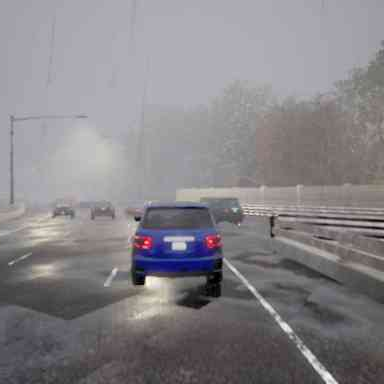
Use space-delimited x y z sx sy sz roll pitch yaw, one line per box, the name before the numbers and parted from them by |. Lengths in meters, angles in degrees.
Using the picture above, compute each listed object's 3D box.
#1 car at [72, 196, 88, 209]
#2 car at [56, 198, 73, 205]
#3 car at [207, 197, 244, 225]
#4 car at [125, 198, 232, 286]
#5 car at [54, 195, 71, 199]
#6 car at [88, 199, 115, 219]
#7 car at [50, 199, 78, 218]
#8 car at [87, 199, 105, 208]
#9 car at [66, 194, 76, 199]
car | -16.788 1.812 51.328 1.882 1.535 5.008 0 0 -28
car | -28.541 2.039 74.342 1.994 1.385 4.181 0 0 -42
car | 1.379 1.409 24.547 2.150 2.045 5.566 0 0 -35
car | -0.525 1.282 9.765 2.150 2.045 5.566 0 -1 -5
car | -19.855 1.677 49.602 2.097 1.767 4.553 0 0 -28
car | -8.507 1.556 31.507 2.097 1.767 4.553 0 -1 -17
car | -12.359 1.737 32.209 1.812 1.442 4.674 0 0 -18
car | -16.909 1.947 58.408 1.994 1.385 4.181 0 -1 -32
car | -27.039 1.555 72.642 2.150 2.045 5.566 0 0 -42
